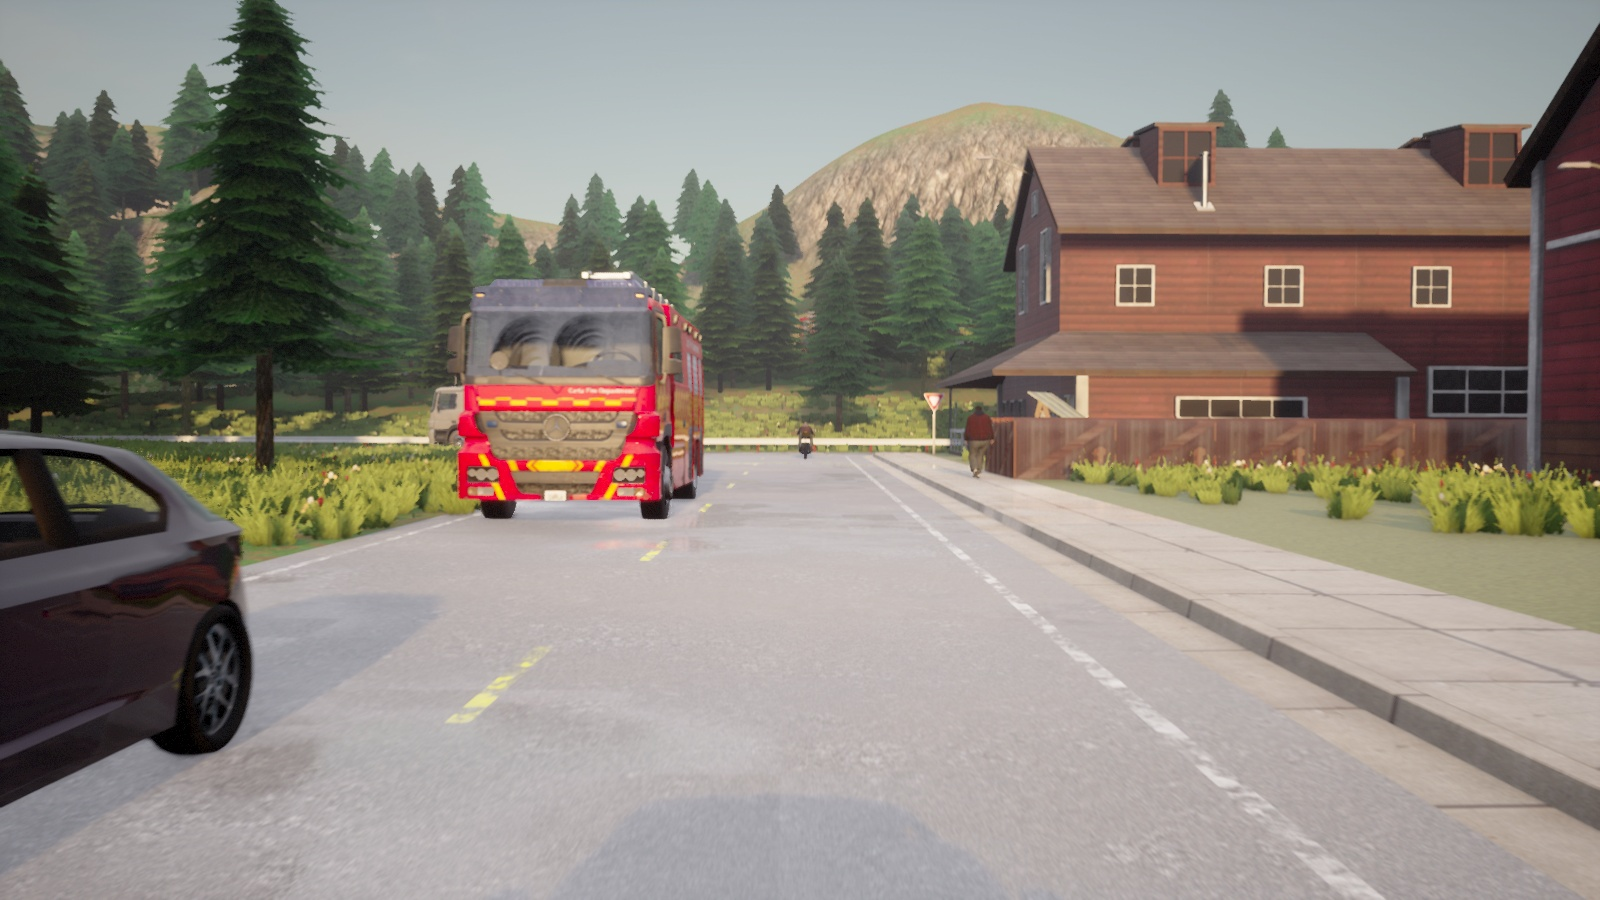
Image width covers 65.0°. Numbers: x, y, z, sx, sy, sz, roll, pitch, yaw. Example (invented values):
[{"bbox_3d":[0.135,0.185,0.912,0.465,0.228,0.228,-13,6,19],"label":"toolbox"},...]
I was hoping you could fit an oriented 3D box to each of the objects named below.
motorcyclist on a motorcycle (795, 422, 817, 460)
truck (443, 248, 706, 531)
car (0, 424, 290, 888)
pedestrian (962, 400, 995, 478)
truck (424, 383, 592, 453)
[{"bbox_3d":[0.232,-0.392,51.346,0.866,1.530,2.191,0,1,0],"label":"motorcyclist on a motorcycle"},{"bbox_3d":[-3.385,-0.916,21.277,2.891,3.827,8.468,0,1,0],"label":"truck"},{"bbox_3d":[-3.460,0.657,4.157,1.816,1.474,4.193,0,1,0],"label":"car"},{"bbox_3d":[4.296,-0.266,30.242,0.634,1.844,0.899,0,1,-1],"label":"pedestrian"},{"bbox_3d":[-14.917,-1.645,64.596,7.936,3.462,2.891,0,1,0],"label":"truck"}]
